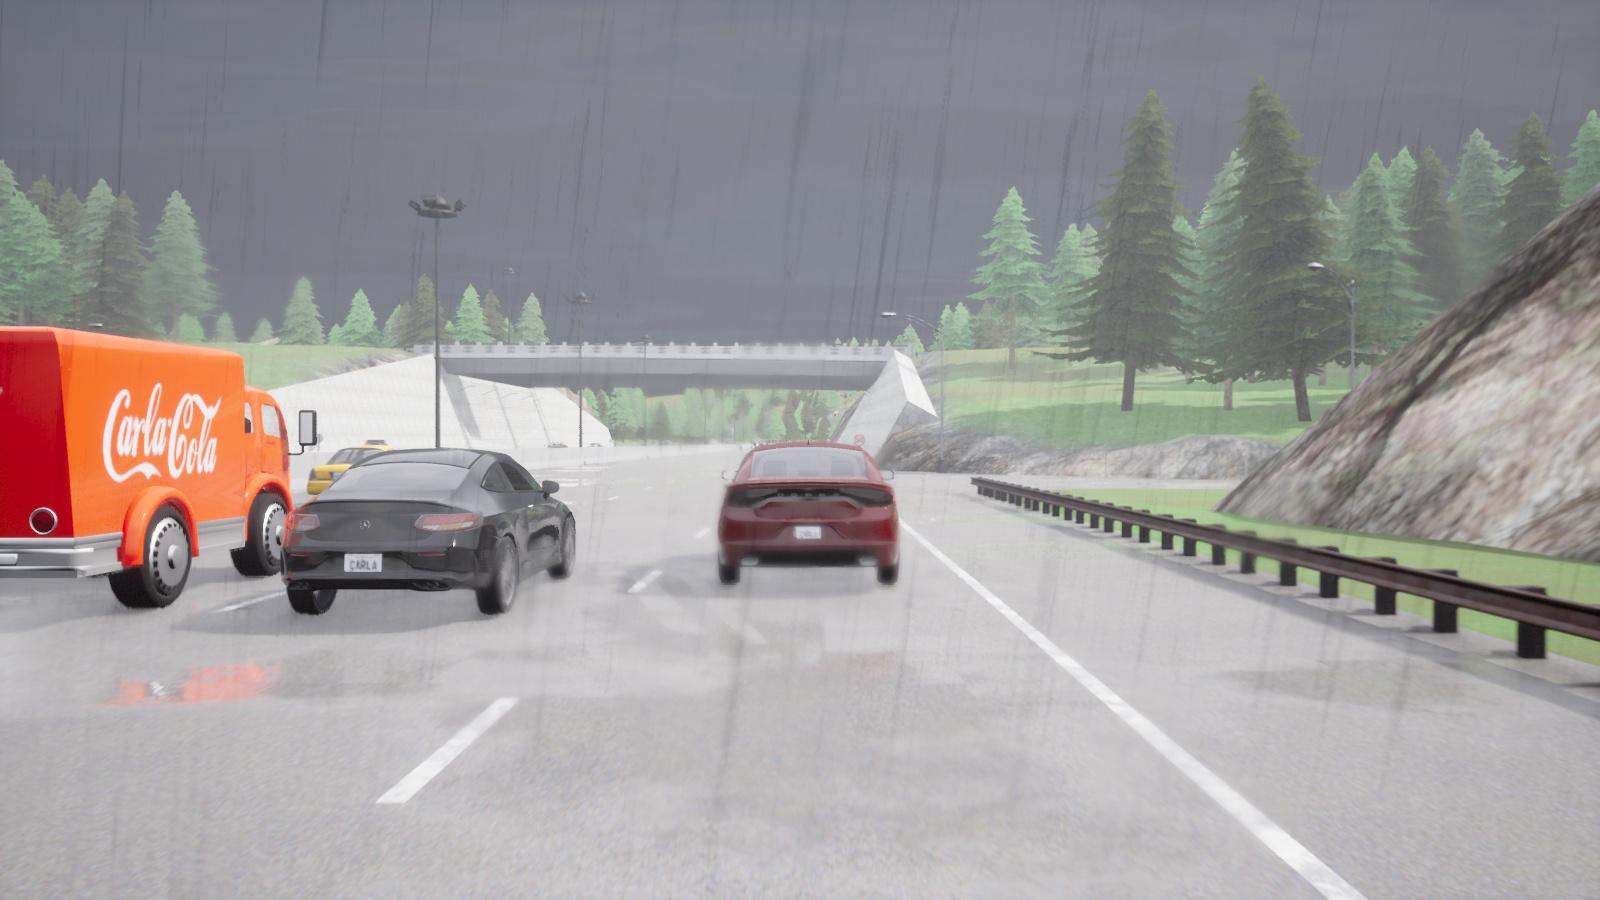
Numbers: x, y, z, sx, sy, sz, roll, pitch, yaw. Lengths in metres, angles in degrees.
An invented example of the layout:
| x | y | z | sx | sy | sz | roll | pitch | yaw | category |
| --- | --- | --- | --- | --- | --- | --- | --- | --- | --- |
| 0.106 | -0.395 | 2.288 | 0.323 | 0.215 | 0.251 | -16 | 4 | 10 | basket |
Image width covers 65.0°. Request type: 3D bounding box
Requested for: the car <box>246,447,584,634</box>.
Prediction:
| x | y | z | sx | sy | sz | roll | pitch | yaw | category |
| --- | --- | --- | --- | --- | --- | --- | --- | --- | --- |
| -3.416 | 0.701 | 12.159 | 1.812 | 1.442 | 4.674 | 0 | 0 | 0 | car |

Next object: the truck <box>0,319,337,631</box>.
| x | y | z | sx | sy | sz | roll | pitch | yaw | category |
| --- | --- | --- | --- | --- | --- | --- | --- | --- | --- |
| -6.913 | 0.184 | 12.537 | 2.627 | 2.467 | 5.204 | 0 | 0 | 0 | truck |

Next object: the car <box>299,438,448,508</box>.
| x | y | z | sx | sy | sz | roll | pitch | yaw | category |
| --- | --- | --- | --- | --- | --- | --- | --- | --- | --- |
| -10.310 | 0.504 | 30.797 | 1.801 | 1.575 | 5.366 | 0 | 0 | 0 | car |

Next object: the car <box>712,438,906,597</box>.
| x | y | z | sx | sy | sz | roll | pitch | yaw | category |
| --- | --- | --- | --- | --- | --- | --- | --- | --- | --- |
| 0.099 | 0.641 | 14.685 | 1.882 | 1.535 | 5.008 | 0 | 0 | 0 | car |
